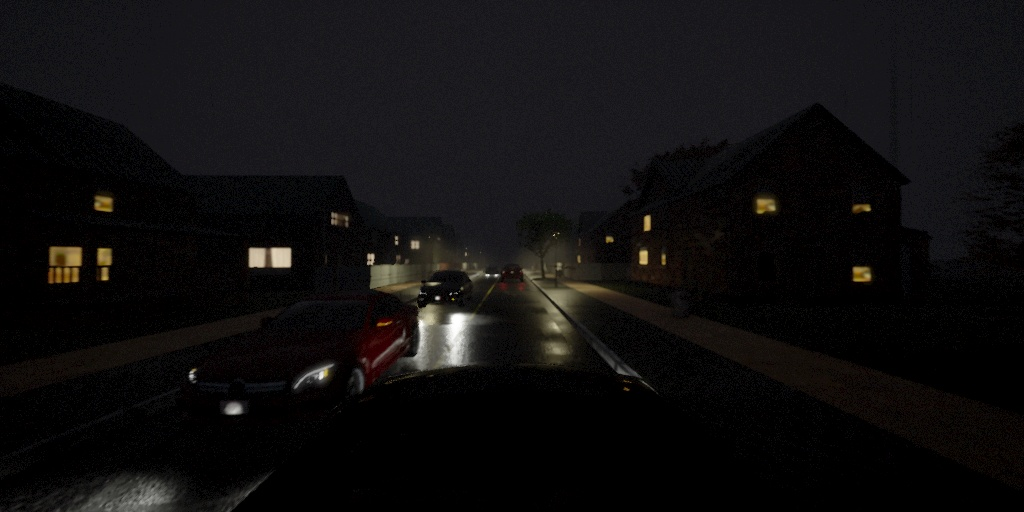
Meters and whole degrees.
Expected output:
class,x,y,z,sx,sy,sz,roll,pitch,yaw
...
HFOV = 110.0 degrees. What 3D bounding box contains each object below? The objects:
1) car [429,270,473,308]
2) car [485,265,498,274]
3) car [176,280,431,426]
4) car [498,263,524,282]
class,x,y,z,sx,sy,sz,roll,pitch,yaw
car,-2.867,1.417,16.310,1.837,1.490,4.892,0,-1,0
car,-2.955,2.037,54.012,1.994,1.385,4.181,0,-1,0
car,-2.855,1.322,6.013,1.812,1.442,4.674,0,-1,0
car,0.019,1.506,34.338,2.097,1.767,4.553,0,-1,0
